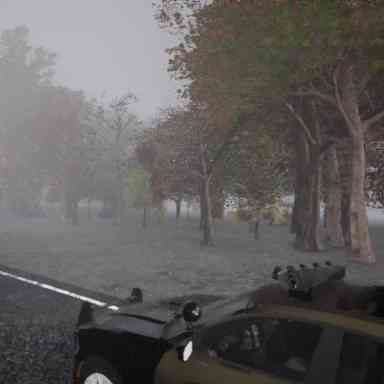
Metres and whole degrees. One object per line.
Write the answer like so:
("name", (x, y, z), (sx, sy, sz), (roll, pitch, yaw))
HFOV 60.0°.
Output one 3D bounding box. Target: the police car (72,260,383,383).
("police car", (0.939, 1.476, 2.908), (5.238, 1.638, 1.930), (-1, -2, 36))
